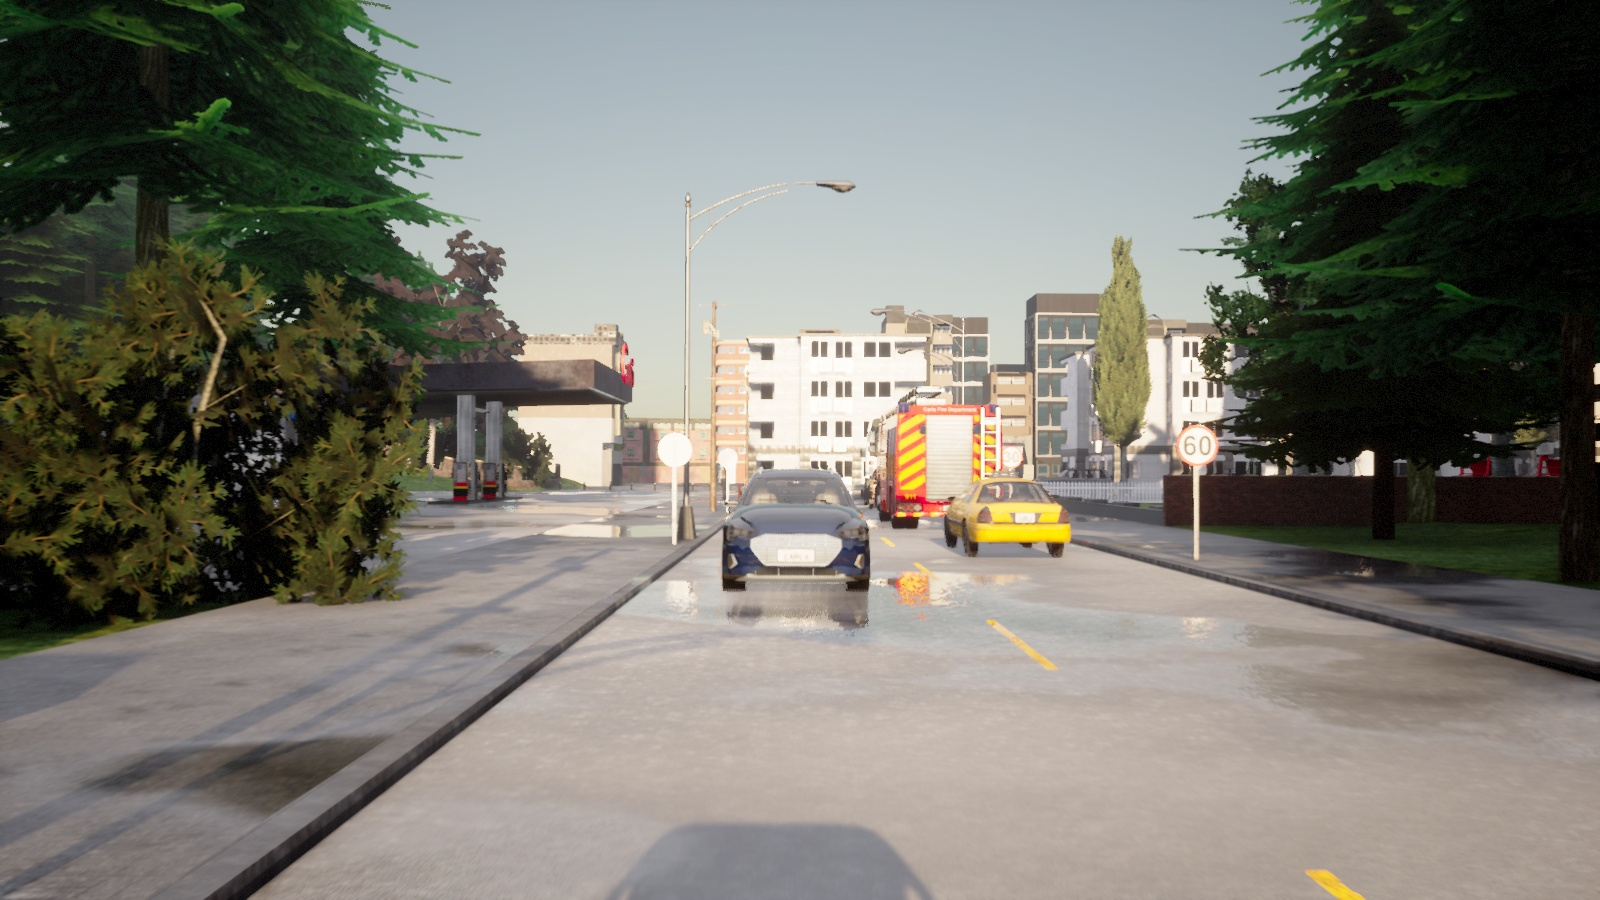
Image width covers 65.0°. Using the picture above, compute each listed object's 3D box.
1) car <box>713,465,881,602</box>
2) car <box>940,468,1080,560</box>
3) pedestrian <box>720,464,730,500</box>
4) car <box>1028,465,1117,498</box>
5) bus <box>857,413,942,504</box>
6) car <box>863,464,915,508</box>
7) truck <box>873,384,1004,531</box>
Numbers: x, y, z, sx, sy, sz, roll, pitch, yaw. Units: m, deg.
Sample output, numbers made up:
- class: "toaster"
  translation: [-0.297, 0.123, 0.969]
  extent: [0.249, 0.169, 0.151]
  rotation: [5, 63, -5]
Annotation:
- class: "car"
  translation: [-0.047, 1.042, 17.684]
  extent: [2.033, 1.649, 4.856]
  rotation: [0, -1, 0]
- class: "car"
  translation: [3.929, 1.150, 24.400]
  extent: [1.801, 1.575, 5.366]
  rotation: [0, -1, 0]
- class: "pedestrian"
  translation: [-3.857, 1.633, 64.739]
  extent: [0.345, 1.836, 0.594]
  rotation: [0, -1, 13]
- class: "car"
  translation: [15.419, 1.770, 71.094]
  extent: [4.605, 1.855, 1.932]
  rotation: [0, -1, 0]
- class: "bus"
  translation: [5.057, 0.512, 64.301]
  extent: [3.944, 4.253, 10.273]
  rotation: [0, -1, 4]
- class: "car"
  translation: [3.816, 1.539, 54.659]
  extent: [1.932, 1.855, 4.605]
  rotation: [0, -1, 0]
- class: "truck"
  translation: [3.876, 0.263, 37.215]
  extent: [2.891, 3.827, 8.468]
  rotation: [0, -1, 0]
